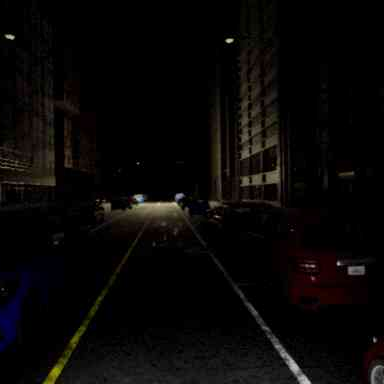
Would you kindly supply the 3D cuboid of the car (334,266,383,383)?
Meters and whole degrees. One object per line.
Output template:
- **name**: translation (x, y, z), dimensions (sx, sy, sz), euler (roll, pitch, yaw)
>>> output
- **car**: translation (2.732, 1.532, 1.800), dimensions (1.802, 1.307, 4.206), euler (-1, 0, -4)

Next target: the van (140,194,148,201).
- **van**: translation (-12.286, 1.455, 85.016), dimensions (1.690, 1.788, 3.998), euler (-1, 0, -4)

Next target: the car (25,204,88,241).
- **car**: translation (-7.071, 1.538, 17.904), dimensions (1.967, 1.590, 4.097), euler (-1, 0, -4)

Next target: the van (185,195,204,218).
- **van**: translation (0.556, 1.293, 29.761), dimensions (1.690, 1.788, 3.998), euler (-1, 0, -4)

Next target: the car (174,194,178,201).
- **car**: translation (-1.615, 1.398, 57.722), dimensions (1.967, 1.590, 4.097), euler (-1, 0, -4)

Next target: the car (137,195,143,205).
- **car**: translation (-10.110, 1.655, 57.053), dimensions (2.008, 1.369, 4.403), euler (-1, 0, -4)

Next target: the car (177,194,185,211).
- **car**: translation (-0.313, 1.269, 40.945), dimensions (2.192, 1.841, 5.009), euler (-1, 0, -4)

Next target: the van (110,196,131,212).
- **van**: translation (-8.810, 1.441, 40.275), dimensions (1.690, 1.788, 3.998), euler (-1, 0, -4)

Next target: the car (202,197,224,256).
- **car**: translation (1.859, 1.266, 12.984), dimensions (2.192, 1.841, 5.009), euler (-1, 0, -4)

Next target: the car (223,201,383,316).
- **car**: translation (2.293, 1.265, 7.391), dimensions (2.192, 1.841, 5.009), euler (-1, 0, -4)

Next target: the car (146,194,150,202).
- **car**: translation (-11.850, 1.552, 79.424), dimensions (1.967, 1.590, 4.097), euler (-1, 0, -4)

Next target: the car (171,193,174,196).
- **car**: translation (-4.233, 1.496, 91.446), dimensions (1.752, 1.417, 4.829), euler (-1, 0, -4)

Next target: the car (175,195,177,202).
- **car**: translation (-1.179, 1.501, 52.130), dimensions (1.887, 1.381, 4.507), euler (-1, 0, -4)

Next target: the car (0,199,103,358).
- **car**: translation (-3.404, 1.272, 6.347), dimensions (2.150, 2.045, 5.566), euler (-1, 0, -4)

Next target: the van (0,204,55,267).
- **van**: translation (-6.638, 1.438, 12.311), dimensions (1.690, 1.788, 3.998), euler (-1, 0, -4)

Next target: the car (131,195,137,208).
- **car**: translation (-9.245, 1.417, 45.867), dimensions (2.192, 1.841, 5.009), euler (-1, 0, -4)

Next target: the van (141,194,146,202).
- **van**: translation (-10.983, 1.449, 68.238), dimensions (1.690, 1.788, 3.998), euler (-1, 0, -4)

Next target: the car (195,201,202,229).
- **car**: translation (1.415, 1.476, 18.746), dimensions (1.752, 1.417, 4.829), euler (-1, 0, -4)

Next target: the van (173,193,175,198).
- **van**: translation (-2.485, 1.303, 68.906), dimensions (1.690, 1.788, 3.998), euler (-1, 0, -4)
